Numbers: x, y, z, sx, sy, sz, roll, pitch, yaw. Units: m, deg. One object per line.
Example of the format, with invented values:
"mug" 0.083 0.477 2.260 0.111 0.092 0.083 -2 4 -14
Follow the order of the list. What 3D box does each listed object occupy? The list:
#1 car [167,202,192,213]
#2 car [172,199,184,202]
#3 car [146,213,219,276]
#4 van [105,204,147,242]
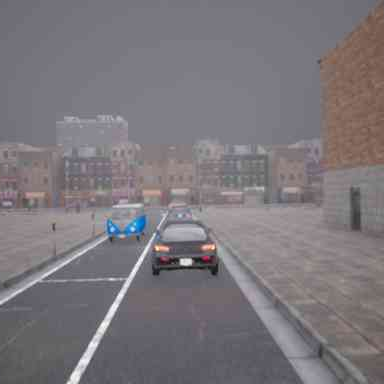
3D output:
"car" -0.933 1.733 25.590 2.033 1.411 5.357 -1 -1 -3
"car" -1.666 1.644 38.690 2.097 1.767 4.553 -1 0 -4
"car" -0.265 1.600 10.538 1.812 1.442 4.674 -1 -1 -3
"van" -3.320 1.514 17.347 1.690 1.788 3.998 -2 0 -3
